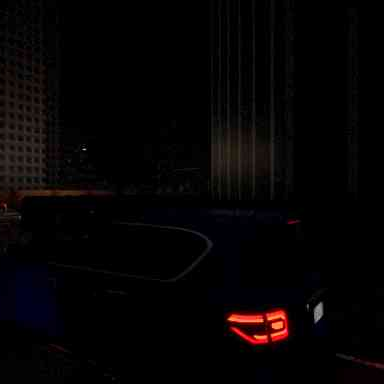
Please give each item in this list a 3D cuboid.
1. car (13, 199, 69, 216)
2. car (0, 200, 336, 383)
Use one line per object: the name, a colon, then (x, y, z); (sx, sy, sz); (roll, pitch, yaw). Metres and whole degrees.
car: (-15.443, 1.533, 34.374); (1.882, 1.535, 5.008); (0, 0, 35)
car: (-0.992, 1.221, 4.694); (5.566, 2.045, 2.150); (0, 0, 35)
